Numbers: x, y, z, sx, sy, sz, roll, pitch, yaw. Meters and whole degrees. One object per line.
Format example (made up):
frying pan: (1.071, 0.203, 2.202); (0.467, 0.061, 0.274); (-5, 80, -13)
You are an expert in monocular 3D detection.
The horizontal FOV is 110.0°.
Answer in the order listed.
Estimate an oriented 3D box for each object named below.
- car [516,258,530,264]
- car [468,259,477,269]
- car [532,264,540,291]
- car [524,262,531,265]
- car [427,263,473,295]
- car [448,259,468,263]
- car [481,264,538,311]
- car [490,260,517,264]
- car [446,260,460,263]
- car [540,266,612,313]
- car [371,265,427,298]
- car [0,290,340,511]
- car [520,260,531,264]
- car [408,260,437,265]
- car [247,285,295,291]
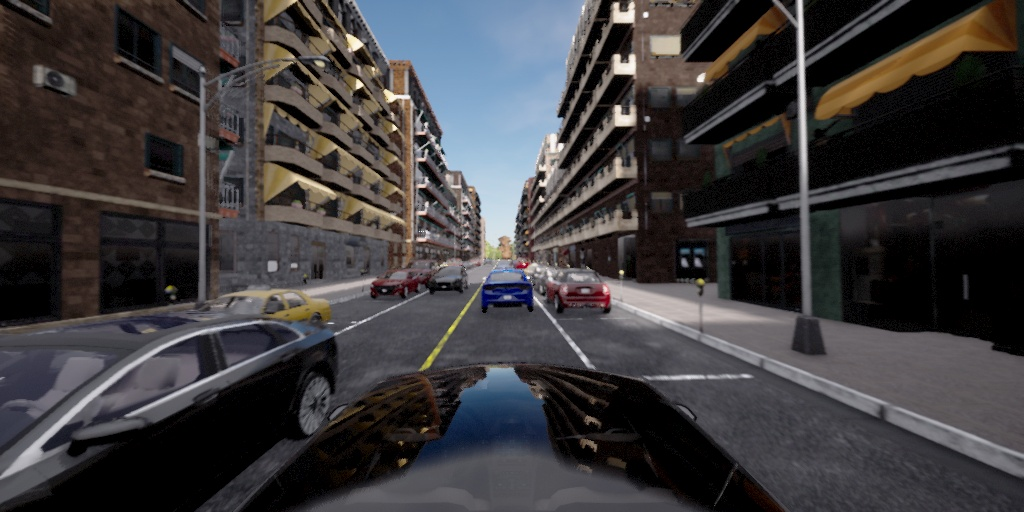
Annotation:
car: (1.464, 1.175, 47.324); (2.192, 1.841, 5.009); (0, 0, -2)
car: (-7.228, 1.556, 58.253); (1.948, 1.339, 4.313); (0, 0, -2)
car: (2.247, 1.325, 19.496); (2.007, 1.370, 4.403); (0, 0, -2)
car: (2.091, 1.341, 25.061); (2.007, 1.370, 4.403); (0, 0, -2)
car: (-3.592, 1.348, 21.017); (1.837, 1.490, 4.892); (-1, 0, -2)
car: (-6.758, 1.250, 41.555); (2.192, 1.841, 5.009); (0, 0, -2)
car: (-0.217, 1.266, 14.724); (1.882, 1.535, 5.008); (-1, 0, -2)
car: (-0.878, 1.405, 36.955); (2.033, 1.411, 5.357); (-1, 0, -1)
car: (-6.596, 1.444, 35.820); (1.751, 1.417, 4.829); (0, 0, -2)
car: (2.404, 1.197, 13.930); (1.967, 1.591, 4.097); (0, 0, -2)
car: (-6.131, 1.412, 19.293); (1.888, 1.381, 4.507); (0, 0, -2)
car: (-3.105, 1.281, 2.653); (2.128, 1.511, 4.902); (-1, 0, -1)
car: (1.929, 1.333, 30.797); (1.751, 1.417, 4.829); (0, 0, -2)
car: (-6.288, 1.199, 24.859); (2.192, 1.841, 5.009); (0, 0, -2)
car: (-5.813, 1.360, 7.991); (1.751, 1.417, 4.829); (0, 0, -2)
